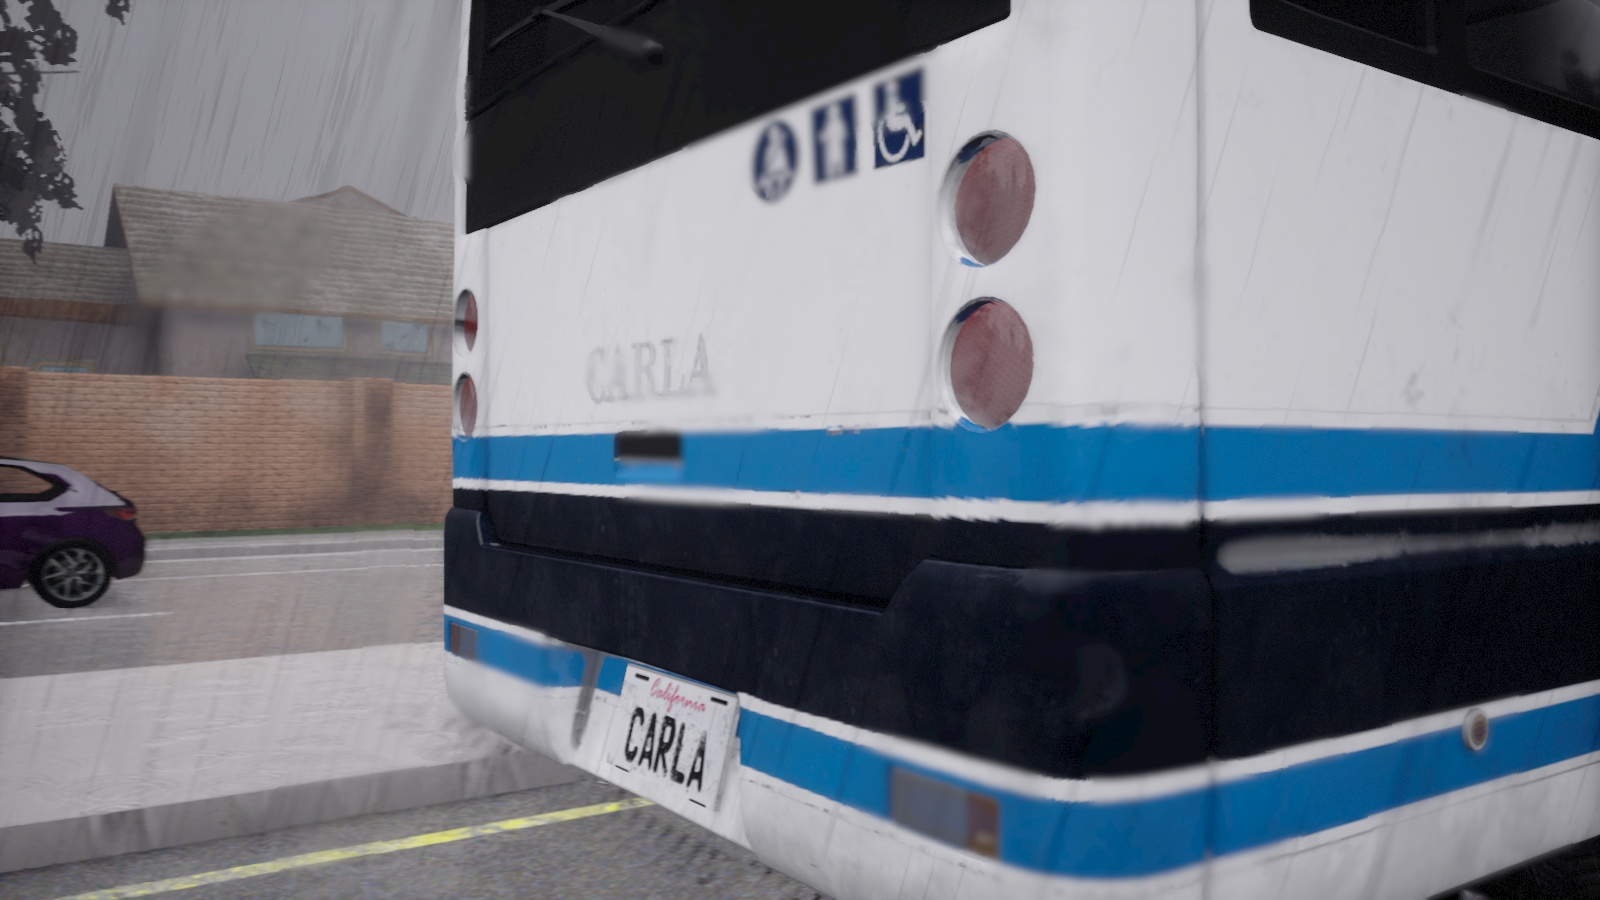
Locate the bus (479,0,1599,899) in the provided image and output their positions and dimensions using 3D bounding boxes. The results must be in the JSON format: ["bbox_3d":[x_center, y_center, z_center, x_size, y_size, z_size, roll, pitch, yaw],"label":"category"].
[{"bbox_3d":[4.027,-0.624,6.467,10.273,4.253,3.944,0,0,-35],"label":"bus"}]

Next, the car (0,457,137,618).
[{"bbox_3d":[-8.638,0.805,11.658,4.193,1.474,1.816,0,0,-35],"label":"car"}]
